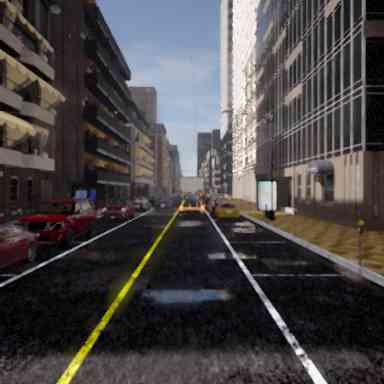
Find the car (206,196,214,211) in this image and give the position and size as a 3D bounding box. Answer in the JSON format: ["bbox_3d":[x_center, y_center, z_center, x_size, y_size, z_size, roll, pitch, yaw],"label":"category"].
[{"bbox_3d":[2.677,1.258,31.605,1.967,1.590,4.097,0,0,0],"label":"car"}]

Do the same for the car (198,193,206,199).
[{"bbox_3d":[2.653,1.075,88.091,2.008,1.369,4.403,0,0,0],"label":"car"}]

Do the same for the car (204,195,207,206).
[{"bbox_3d":[2.674,1.337,37.255,2.008,1.369,4.403,0,0,0],"label":"car"}]

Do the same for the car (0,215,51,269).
[{"bbox_3d":[-5.695,1.529,9.009,1.802,1.307,4.206,0,0,0],"label":"car"}]

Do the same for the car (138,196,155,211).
[{"bbox_3d":[-5.706,1.337,37.251,2.008,1.369,4.403,0,0,0],"label":"car"}]

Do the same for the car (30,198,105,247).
[{"bbox_3d":[-5.698,1.230,14.656,2.192,1.841,5.009,0,0,0],"label":"car"}]

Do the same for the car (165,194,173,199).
[{"bbox_3d":[-5.725,1.134,82.439,1.802,1.307,4.206,0,0,0],"label":"car"}]

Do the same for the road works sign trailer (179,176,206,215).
[{"bbox_3d":[-0.013,0.281,31.757,2.380,3.560,2.880,0,0,0],"label":"road works sign trailer"}]

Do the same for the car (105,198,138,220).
[{"bbox_3d":[-5.702,1.290,25.954,1.967,1.590,4.097,0,0,0],"label":"car"}]

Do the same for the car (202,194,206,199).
[{"bbox_3d":[2.670,1.290,48.552,1.947,1.339,4.313,0,0,0],"label":"car"}]

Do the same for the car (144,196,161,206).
[{"bbox_3d":[-5.711,1.291,48.548,1.947,1.339,4.313,0,0,0],"label":"car"}]

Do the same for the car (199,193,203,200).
[{"bbox_3d":[2.658,1.125,76.793,1.887,1.381,4.507,0,0,0],"label":"car"}]

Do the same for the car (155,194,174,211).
[{"bbox_3d":[-3.110,1.273,38.095,2.128,1.511,4.902,0,0,0],"label":"car"}]

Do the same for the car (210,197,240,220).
[{"bbox_3d":[2.679,1.374,26.128,1.752,1.417,4.829,0,0,0],"label":"car"}]
